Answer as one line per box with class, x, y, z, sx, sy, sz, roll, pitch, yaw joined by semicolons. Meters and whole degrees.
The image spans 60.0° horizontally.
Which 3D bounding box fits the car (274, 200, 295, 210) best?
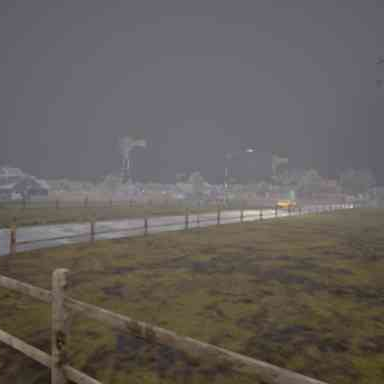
car;13.946;1.900;49.873;1.882;1.535;5.008;2;0;35
